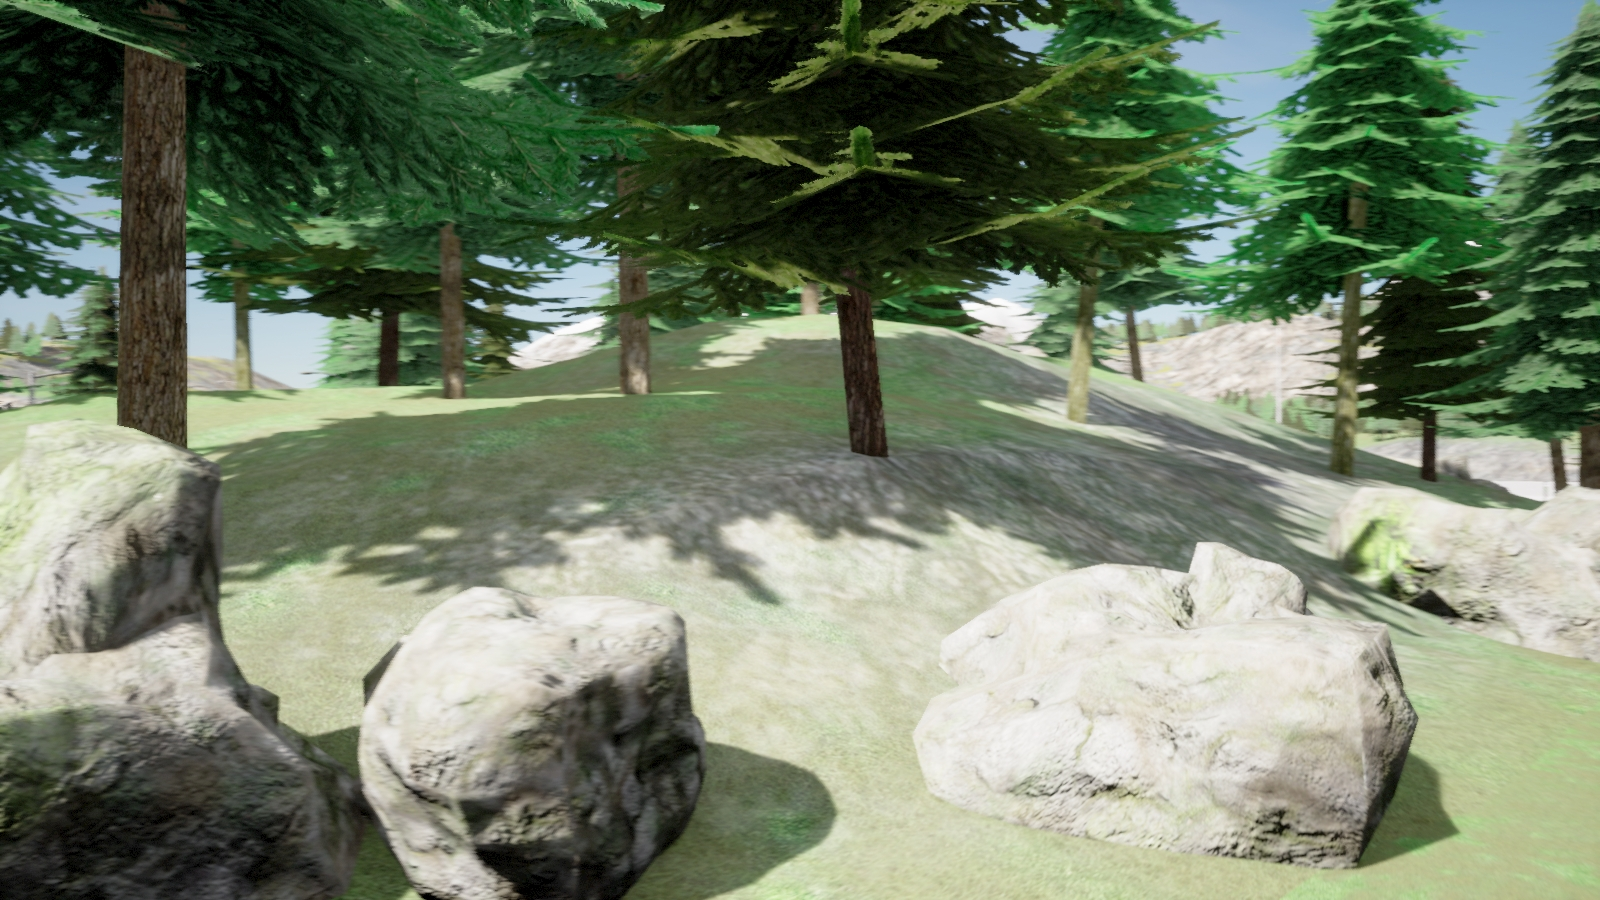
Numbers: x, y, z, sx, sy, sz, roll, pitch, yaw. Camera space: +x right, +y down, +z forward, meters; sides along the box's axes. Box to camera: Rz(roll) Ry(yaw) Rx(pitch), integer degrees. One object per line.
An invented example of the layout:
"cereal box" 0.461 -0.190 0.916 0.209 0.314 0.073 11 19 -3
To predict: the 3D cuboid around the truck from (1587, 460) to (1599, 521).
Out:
"truck" 35.131 1.660 46.095 2.627 2.467 5.204 1 -1 -45
